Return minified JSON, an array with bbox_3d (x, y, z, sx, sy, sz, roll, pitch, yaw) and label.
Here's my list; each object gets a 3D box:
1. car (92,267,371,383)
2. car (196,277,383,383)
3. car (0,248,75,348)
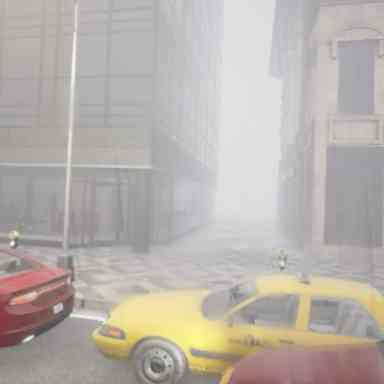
[{"bbox_3d":[1.150,1.697,4.388,4.829,1.417,1.752,2,-2,11],"label":"car"},{"bbox_3d":[2.473,1.701,2.243,4.674,1.442,1.812,2,-1,11],"label":"car"},{"bbox_3d":[-4.186,1.515,5.388,4.507,1.381,1.887,2,-2,11],"label":"car"}]
